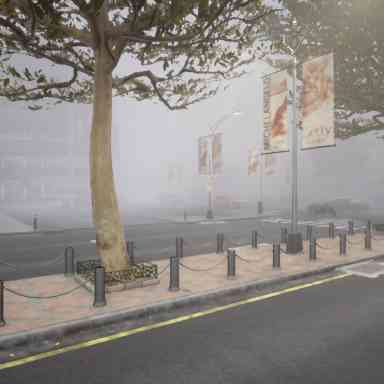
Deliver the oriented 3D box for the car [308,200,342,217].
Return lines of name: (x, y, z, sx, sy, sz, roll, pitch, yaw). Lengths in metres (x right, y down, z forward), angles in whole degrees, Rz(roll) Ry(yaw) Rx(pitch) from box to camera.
car: (12.367, 1.601, 31.520, 1.895, 1.301, 4.718, 0, 0, 11)

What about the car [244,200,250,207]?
car: (7.005, 1.526, 52.060, 1.812, 1.442, 4.674, 0, 1, -36)

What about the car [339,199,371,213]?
car: (17.492, 1.526, 37.296, 1.812, 1.442, 4.674, 0, 0, -36)

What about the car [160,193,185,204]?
car: (-3.210, 1.353, 60.119, 2.097, 1.767, 4.553, 0, 0, -39)

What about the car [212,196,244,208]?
car: (4.943, 1.353, 48.915, 2.097, 1.767, 4.553, 0, 0, -35)

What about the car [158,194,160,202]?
car: (-4.570, 1.223, 67.451, 2.150, 2.045, 5.566, 0, 0, -44)

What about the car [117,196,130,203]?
car: (-15.222, 1.545, 71.047, 4.181, 1.385, 1.994, 0, 0, 30)
